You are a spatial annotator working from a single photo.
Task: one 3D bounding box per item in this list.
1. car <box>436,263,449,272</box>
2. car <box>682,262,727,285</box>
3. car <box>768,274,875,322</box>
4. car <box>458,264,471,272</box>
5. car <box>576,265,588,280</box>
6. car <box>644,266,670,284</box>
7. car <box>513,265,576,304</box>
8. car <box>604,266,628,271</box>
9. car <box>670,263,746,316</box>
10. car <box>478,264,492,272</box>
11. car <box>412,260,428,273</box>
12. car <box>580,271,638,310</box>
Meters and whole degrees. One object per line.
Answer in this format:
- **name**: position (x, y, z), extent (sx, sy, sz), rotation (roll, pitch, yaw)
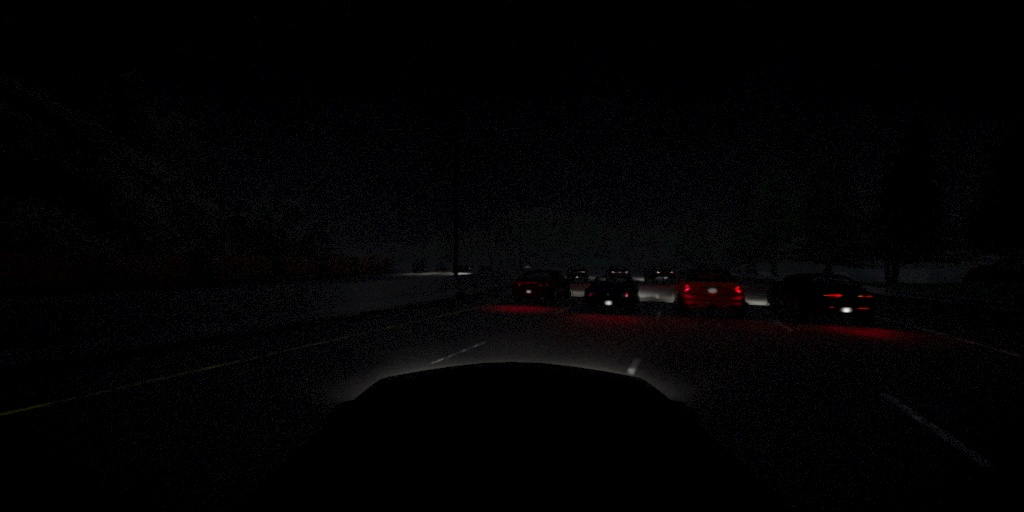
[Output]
- **car**: position (-11.711, 1.929, 60.381), extent (1.882, 1.535, 5.008), rotation (0, -1, -12)
- **car**: position (16.149, 1.420, 30.368), extent (2.097, 1.767, 4.553), rotation (0, -1, 10)
- **car**: position (10.968, 1.378, 13.071), extent (1.837, 1.490, 4.892), rotation (0, 0, 21)
- **car**: position (-7.862, 2.031, 58.973), extent (1.895, 1.301, 4.718), rotation (0, -1, -10)
- **car**: position (5.903, 1.599, 32.650), extent (2.128, 1.511, 4.902), rotation (0, -1, 10)
- **car**: position (12.746, 1.575, 31.178), extent (2.128, 1.511, 4.902), rotation (0, -1, 10)
- **car**: position (1.620, 1.417, 17.993), extent (1.882, 1.535, 5.008), rotation (0, 0, 21)
- **car**: position (9.324, 1.587, 31.913), extent (2.128, 1.511, 4.902), rotation (0, -1, 10)
- **car**: position (7.730, 1.242, 14.409), extent (2.097, 1.767, 4.553), rotation (0, -1, 22)
- **car**: position (-4.520, 2.041, 60.111), extent (1.895, 1.301, 4.718), rotation (0, -1, -11)
- **car**: position (-14.632, 1.639, 57.200), extent (2.150, 2.045, 5.566), rotation (0, 0, -9)
- **car**: position (4.473, 1.510, 15.645), extent (1.895, 1.301, 4.718), rotation (0, -1, 22)
